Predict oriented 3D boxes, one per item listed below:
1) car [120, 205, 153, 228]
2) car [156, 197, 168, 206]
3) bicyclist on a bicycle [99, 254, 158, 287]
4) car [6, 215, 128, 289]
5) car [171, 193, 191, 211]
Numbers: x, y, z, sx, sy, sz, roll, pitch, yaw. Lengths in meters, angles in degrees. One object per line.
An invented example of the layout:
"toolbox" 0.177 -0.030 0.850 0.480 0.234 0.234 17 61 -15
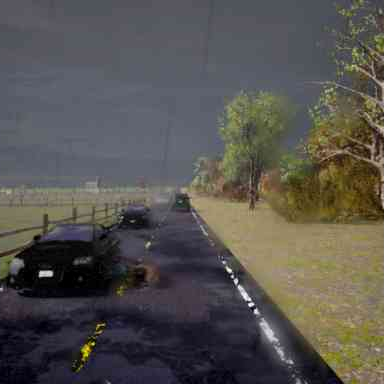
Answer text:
"car" -3.625 1.550 21.687 1.994 1.385 4.181 0 0 -3
"car" -4.872 1.521 54.675 1.895 1.301 4.718 0 0 -2
"bicyclist on a bicycle" -1.424 1.958 8.191 1.620 0.582 1.656 8 1 32
"car" -3.171 1.555 9.046 1.994 1.385 4.181 -1 0 -2
"car" -1.347 1.176 39.393 2.150 2.045 5.566 0 0 -2
